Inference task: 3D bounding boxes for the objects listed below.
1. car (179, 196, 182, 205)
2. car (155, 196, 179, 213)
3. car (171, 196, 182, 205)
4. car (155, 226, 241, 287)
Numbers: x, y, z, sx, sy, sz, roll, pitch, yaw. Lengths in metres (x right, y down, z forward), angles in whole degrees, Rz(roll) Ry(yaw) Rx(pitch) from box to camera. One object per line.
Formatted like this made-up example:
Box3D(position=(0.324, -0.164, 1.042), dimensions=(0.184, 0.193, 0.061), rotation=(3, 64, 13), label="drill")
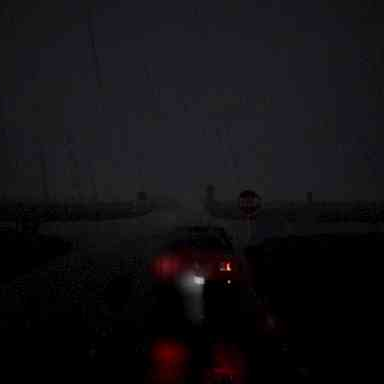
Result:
Box3D(position=(-2.861, 1.537, 47.193), dimensions=(1.837, 1.490, 4.892), rotation=(0, 0, 0), label="car")
Box3D(position=(-2.894, 1.515, 37.098), dimensions=(1.882, 1.535, 5.008), rotation=(0, 0, 1), label="car")
Box3D(position=(-2.834, 1.494, 61.373), dimensions=(1.882, 1.535, 5.008), rotation=(0, 0, 1), label="car")
Box3D(position=(0.227, 1.618, 9.361), dimensions=(1.895, 1.301, 4.718), rotation=(0, 0, 3), label="car")
